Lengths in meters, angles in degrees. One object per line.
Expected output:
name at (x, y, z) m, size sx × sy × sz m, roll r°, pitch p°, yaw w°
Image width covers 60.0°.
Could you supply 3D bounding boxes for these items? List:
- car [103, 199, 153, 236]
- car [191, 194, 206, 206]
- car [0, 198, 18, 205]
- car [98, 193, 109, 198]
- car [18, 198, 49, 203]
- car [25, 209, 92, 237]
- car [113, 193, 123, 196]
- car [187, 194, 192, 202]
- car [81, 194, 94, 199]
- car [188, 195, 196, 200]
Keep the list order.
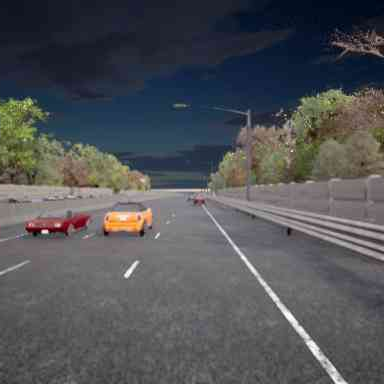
car at (-3.400, 1.327, 18.497) m, size 2.097 × 1.767 × 4.553 m, roll 0°, pitch 0°, yaw 0°
car at (1.226, 1.424, 55.253) m, size 1.882 × 1.535 × 5.008 m, roll 0°, pitch 0°, yaw 0°
car at (-21.089, 1.458, 37.388) m, size 1.837 × 1.490 × 4.892 m, roll 0°, pitch 0°, yaw 0°
car at (-20.998, 0.923, 79.029) m, size 2.097 × 1.767 × 4.553 m, roll 0°, pitch 0°, yaw 0°
car at (-17.586, 1.477, 38.280) m, size 1.812 × 1.442 × 4.674 m, roll 0°, pitch 0°, yaw 0°
car at (-6.900, 1.577, 17.848) m, size 1.895 × 1.301 × 4.718 m, roll 0°, pitch 0°, yaw 0°
car at (-17.498, 1.068, 78.999) m, size 1.837 × 1.490 × 4.892 m, roll 0°, pitch 0°, yaw 0°
car at (0.002, 1.290, 74.003) m, size 2.097 × 1.767 × 4.553 m, roll 0°, pitch 0°, yaw 0°
car at (-24.498, 1.218, 77.972) m, size 1.882 × 1.535 × 5.008 m, roll 0°, pitch 0°, yaw 0°
car at (0.002, 1.500, 93.998) m, size 2.033 × 1.411 × 5.357 m, roll 0°, pitch 0°, yaw 0°
